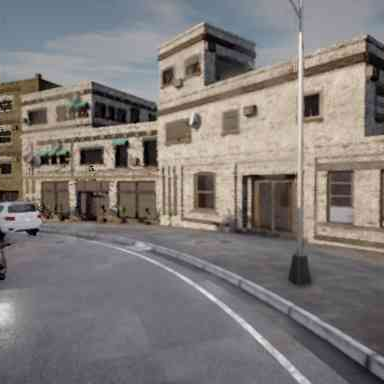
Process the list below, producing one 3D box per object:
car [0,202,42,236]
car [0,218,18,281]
[{"bbox_3d":[-11.186,1.618,19.563,5.566,2.045,2.150,-2,0,34],"label":"car"},{"bbox_3d":[-6.759,1.786,10.189,2.033,1.411,5.357,-1,-1,-31],"label":"car"}]
